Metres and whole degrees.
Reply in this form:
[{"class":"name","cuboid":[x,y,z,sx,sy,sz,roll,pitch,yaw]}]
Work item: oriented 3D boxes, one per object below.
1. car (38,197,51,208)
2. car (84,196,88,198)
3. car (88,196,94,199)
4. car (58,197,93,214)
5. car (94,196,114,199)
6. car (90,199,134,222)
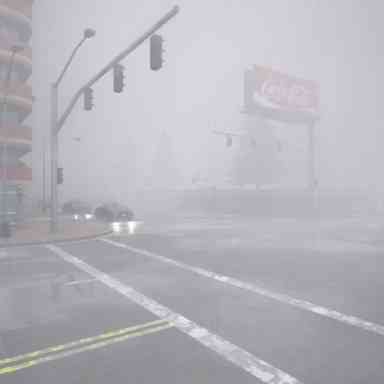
[{"class":"car","cuboid":[-19.552,1.478,45.129,1.882,1.535,5.008,0,0,-35]},{"class":"car","cuboid":[-20.558,1.564,58.844,1.994,1.385,4.181,0,0,-36]},{"class":"car","cuboid":[-19.973,1.478,64.027,1.882,1.535,5.008,0,0,-36]},{"class":"car","cuboid":[-12.094,1.564,34.715,1.994,1.385,4.181,0,0,-36]},{"class":"car","cuboid":[-14.490,1.505,56.394,1.837,1.490,4.892,0,0,-36]},{"class":"car","cuboid":[-6.289,1.564,26.639,1.994,1.385,4.181,0,0,-36]}]
